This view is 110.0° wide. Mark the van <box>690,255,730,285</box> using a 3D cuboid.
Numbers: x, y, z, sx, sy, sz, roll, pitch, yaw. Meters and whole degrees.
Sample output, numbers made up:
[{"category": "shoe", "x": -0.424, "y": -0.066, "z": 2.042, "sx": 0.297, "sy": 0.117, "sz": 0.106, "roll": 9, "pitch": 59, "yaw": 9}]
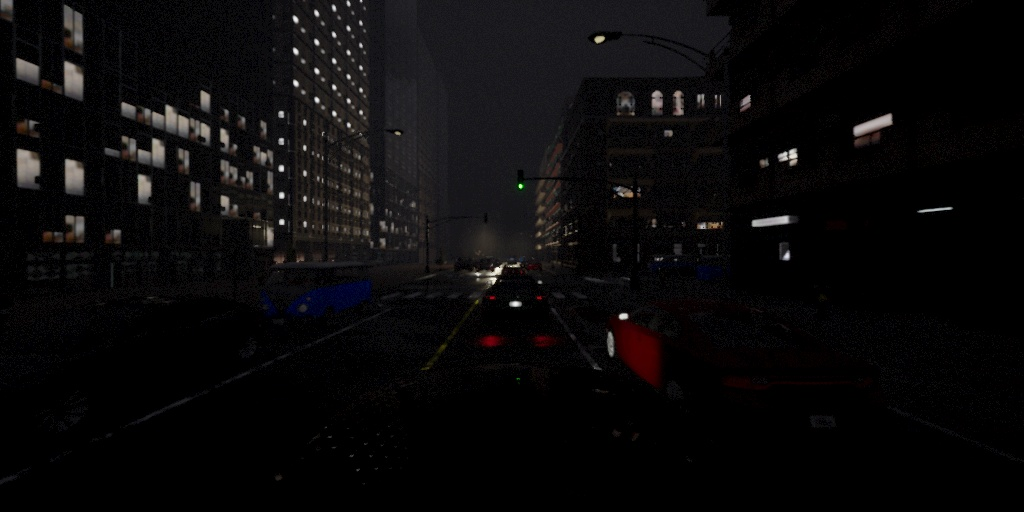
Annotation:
[{"category": "van", "x": 13.740, "y": 0.857, "z": 22.431, "sx": 3.998, "sy": 1.789, "sz": 1.690, "roll": 0, "pitch": 0, "yaw": 0}]

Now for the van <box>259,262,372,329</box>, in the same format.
[{"category": "van", "x": -5.693, "y": 1.070, "z": 10.848, "sx": 1.690, "sy": 1.789, "sz": 3.998, "roll": 0, "pitch": 0, "yaw": 0}]

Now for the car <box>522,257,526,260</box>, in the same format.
[{"category": "car", "x": 2.684, "y": 1.207, "z": 48.765, "sx": 1.888, "sy": 1.381, "sz": 4.507, "roll": 0, "pitch": 0, "yaw": 0}]

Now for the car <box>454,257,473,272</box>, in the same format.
[{"category": "car", "x": -5.695, "y": 0.986, "z": 43.238, "sx": 2.192, "sy": 1.841, "sz": 5.009, "roll": 0, "pitch": 0, "yaw": 0}]

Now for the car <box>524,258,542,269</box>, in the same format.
[{"category": "car", "x": 2.685, "y": 1.216, "z": 43.238, "sx": 1.888, "sy": 1.381, "sz": 4.507, "roll": 0, "pitch": 0, "yaw": 0}]

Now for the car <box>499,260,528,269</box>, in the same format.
[{"category": "car", "x": 0.097, "y": 1.292, "z": 30.356, "sx": 1.895, "sy": 1.301, "sz": 4.718, "roll": 0, "pitch": 0, "yaw": 0}]

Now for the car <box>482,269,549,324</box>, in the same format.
[{"category": "car", "x": 0.098, "y": 1.291, "z": 11.897, "sx": 1.994, "sy": 1.385, "sz": 4.181, "roll": 0, "pitch": 0, "yaw": 0}]

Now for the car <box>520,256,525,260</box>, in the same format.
[{"category": "car", "x": 2.684, "y": 1.094, "z": 54.293, "sx": 1.967, "sy": 1.591, "sz": 4.097, "roll": 0, "pitch": 0, "yaw": 0}]

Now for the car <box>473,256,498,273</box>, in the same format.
[{"category": "car", "x": -3.091, "y": 1.025, "z": 42.519, "sx": 2.097, "sy": 1.767, "sz": 4.553, "roll": 0, "pitch": 0, "yaw": 0}]

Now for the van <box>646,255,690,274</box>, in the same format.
[{"category": "van", "x": 13.717, "y": 0.799, "z": 30.812, "sx": 3.998, "sy": 1.789, "sz": 1.690, "roll": 0, "pitch": 0, "yaw": 0}]

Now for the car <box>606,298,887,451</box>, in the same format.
[{"category": "car", "x": 2.688, "y": 1.286, "z": 5.325, "sx": 1.888, "sy": 1.381, "sz": 4.507, "roll": 0, "pitch": 0, "yaw": 0}]

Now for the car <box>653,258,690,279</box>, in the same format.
[{"category": "car", "x": 14.031, "y": 1.073, "z": 28.220, "sx": 4.718, "sy": 1.301, "sz": 1.895, "roll": -1, "pitch": 0, "yaw": 0}]

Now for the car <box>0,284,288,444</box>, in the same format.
[{"category": "car", "x": -5.692, "y": 1.307, "z": 5.326, "sx": 1.948, "sy": 1.339, "sz": 4.313, "roll": 0, "pitch": 0, "yaw": 0}]

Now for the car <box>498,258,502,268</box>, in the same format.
[{"category": "car", "x": -3.049, "y": 1.000, "z": 58.688, "sx": 2.097, "sy": 1.767, "sz": 4.553, "roll": 0, "pitch": 0, "yaw": 0}]
